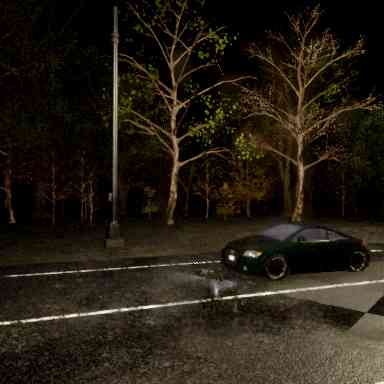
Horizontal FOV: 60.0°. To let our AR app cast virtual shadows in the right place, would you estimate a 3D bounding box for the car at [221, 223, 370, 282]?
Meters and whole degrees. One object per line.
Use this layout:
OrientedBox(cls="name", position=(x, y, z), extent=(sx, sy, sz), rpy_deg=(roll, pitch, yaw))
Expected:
OrientedBox(cls="car", position=(2.974, 1.614, 9.658), extent=(4.181, 1.385, 1.994), rpy_deg=(0, 0, -19))
